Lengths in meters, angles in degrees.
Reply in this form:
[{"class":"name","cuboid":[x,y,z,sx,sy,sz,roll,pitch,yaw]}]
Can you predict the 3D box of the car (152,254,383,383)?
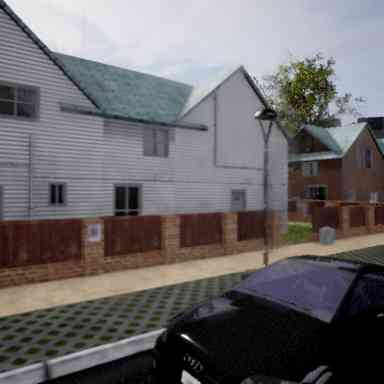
[{"class":"car","cuboid":[1.615,1.564,4.207,4.181,1.385,1.994,0,0,-35]}]
